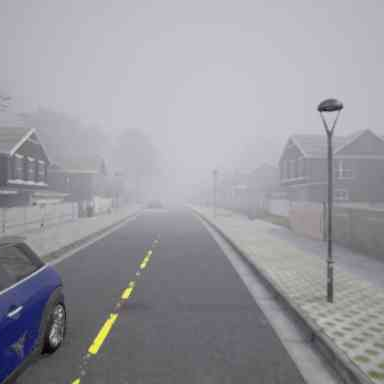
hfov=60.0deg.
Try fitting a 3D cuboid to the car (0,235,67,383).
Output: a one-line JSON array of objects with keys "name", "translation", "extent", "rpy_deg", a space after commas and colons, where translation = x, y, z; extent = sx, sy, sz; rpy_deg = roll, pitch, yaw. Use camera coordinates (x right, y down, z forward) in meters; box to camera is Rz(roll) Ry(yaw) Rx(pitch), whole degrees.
[{"name": "car", "translation": [-2.898, 1.353, 3.046], "extent": [2.097, 1.767, 4.553], "rpy_deg": [0, 0, -1]}]

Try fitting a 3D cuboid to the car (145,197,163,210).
[{"name": "car", "translation": [-5.053, 1.700, 45.716], "extent": [1.994, 1.385, 4.181], "rpy_deg": [0, 0, -5]}]
